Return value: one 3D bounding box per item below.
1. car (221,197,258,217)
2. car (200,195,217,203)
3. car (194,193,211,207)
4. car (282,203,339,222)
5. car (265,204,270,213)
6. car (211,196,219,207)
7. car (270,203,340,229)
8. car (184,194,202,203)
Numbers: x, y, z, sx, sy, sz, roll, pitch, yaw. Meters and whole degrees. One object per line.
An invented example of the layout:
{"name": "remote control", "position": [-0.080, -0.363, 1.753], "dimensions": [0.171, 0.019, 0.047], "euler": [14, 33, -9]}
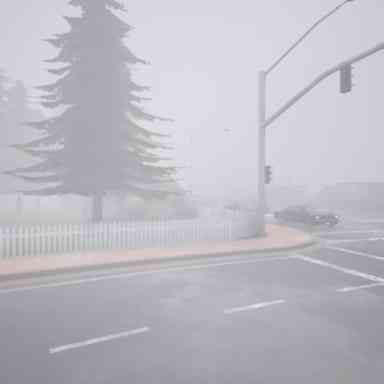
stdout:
{"name": "car", "position": [4.574, 1.507, 30.990], "dimensions": [1.812, 1.442, 4.674], "euler": [0, 0, -19]}
{"name": "car", "position": [3.238, 1.400, 67.293], "dimensions": [1.812, 1.442, 4.674], "euler": [0, 0, -19]}
{"name": "car", "position": [0.169, 1.149, 43.715], "dimensions": [2.150, 2.045, 5.566], "euler": [0, 1, -19]}
{"name": "car", "position": [9.534, 1.608, 27.300], "dimensions": [1.895, 1.301, 4.718], "euler": [0, 0, -19]}
{"name": "car", "position": [6.663, 1.538, 35.636], "dimensions": [1.994, 1.385, 4.181], "euler": [0, 0, -18]}
{"name": "car", "position": [2.271, 1.415, 48.399], "dimensions": [2.128, 1.511, 4.902], "euler": [0, 0, -19]}
{"name": "car", "position": [7.552, 1.616, 22.320], "dimensions": [1.895, 1.301, 4.718], "euler": [0, 0, -19]}
{"name": "car", "position": [0.101, 1.221, 65.657], "dimensions": [2.097, 1.767, 4.553], "euler": [0, 0, -19]}
